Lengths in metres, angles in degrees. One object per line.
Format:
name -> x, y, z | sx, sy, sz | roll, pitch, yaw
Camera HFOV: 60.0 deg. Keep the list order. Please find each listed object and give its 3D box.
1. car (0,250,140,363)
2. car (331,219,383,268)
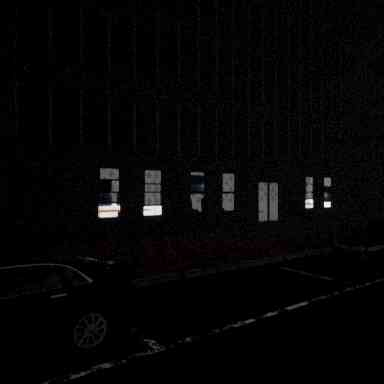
car -> -2.876, 1.551, 4.509 | 4.403, 1.369, 2.008 | 0, 0, -35
car -> 6.408, 1.582, 11.097 | 4.206, 1.307, 1.802 | 0, 0, -35
